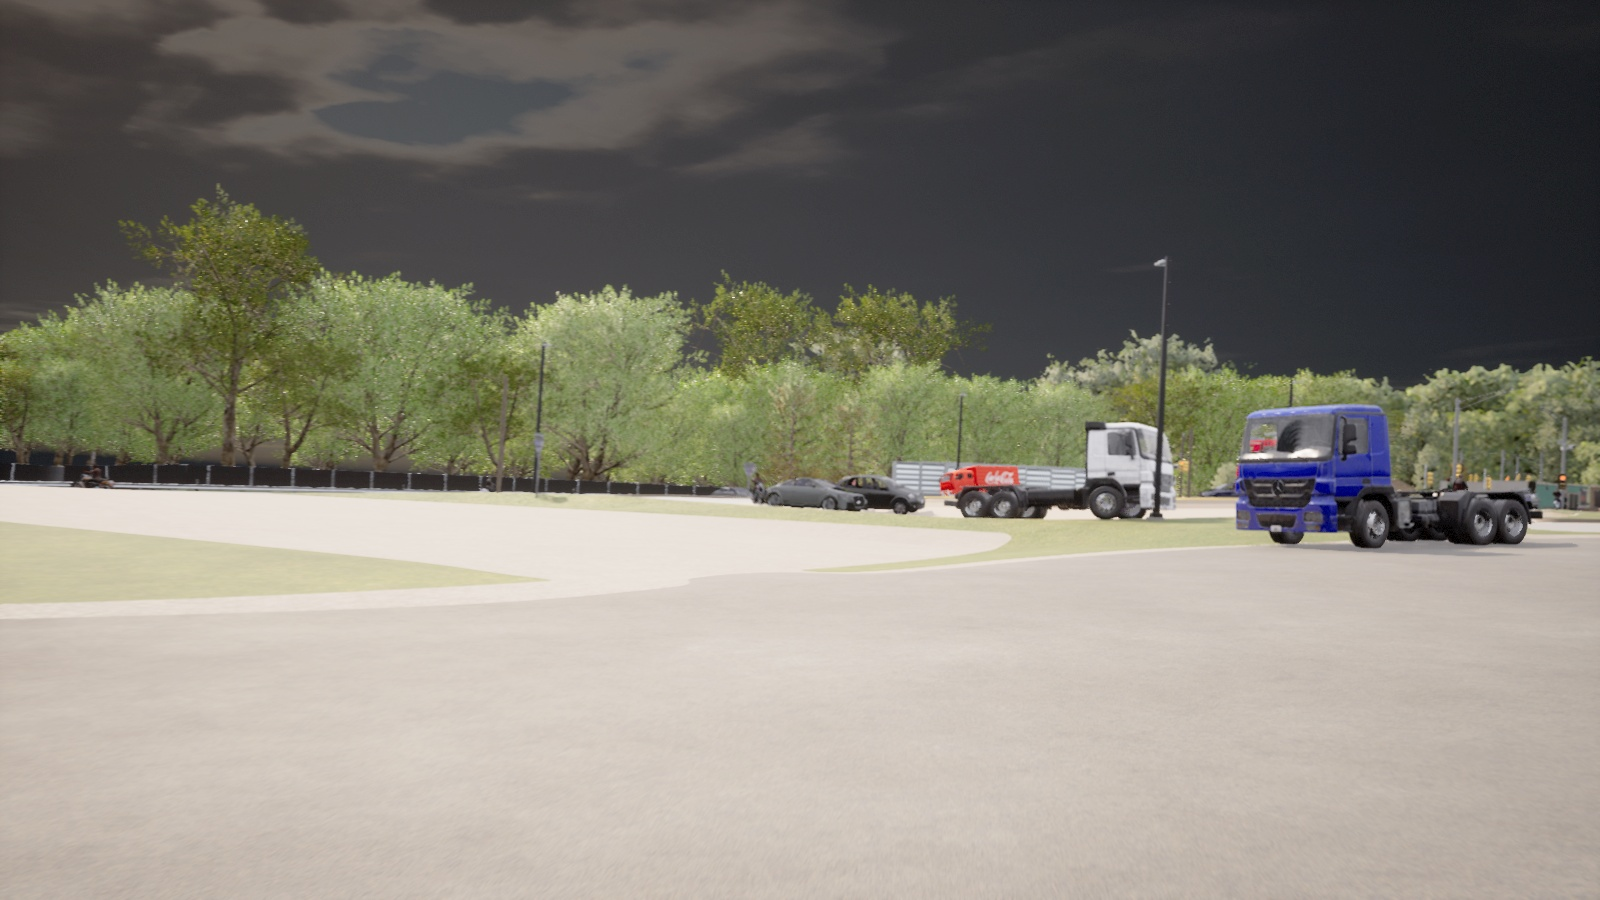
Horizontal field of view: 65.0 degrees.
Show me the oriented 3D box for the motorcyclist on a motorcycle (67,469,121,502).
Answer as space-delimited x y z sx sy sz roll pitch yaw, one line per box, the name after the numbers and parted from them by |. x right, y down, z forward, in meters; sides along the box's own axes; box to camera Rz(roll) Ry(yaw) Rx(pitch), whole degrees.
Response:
-35.636 1.806 63.428 2.350 1.649 0.766 0 -2 6 | motorcyclist on a motorcycle

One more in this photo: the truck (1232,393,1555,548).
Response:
14.812 0.523 31.238 7.936 3.462 2.891 0 -2 -26 | truck

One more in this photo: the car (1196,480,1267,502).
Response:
29.108 2.761 84.780 4.193 1.474 1.816 0 0 0 | car

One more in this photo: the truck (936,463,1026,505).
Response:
11.974 2.288 83.116 5.204 2.467 2.627 1 -8 -26 | truck

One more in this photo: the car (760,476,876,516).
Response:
0.715 1.829 50.339 4.181 1.385 1.994 1 -3 34 | car

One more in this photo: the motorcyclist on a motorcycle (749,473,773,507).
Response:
-1.926 1.943 62.018 0.766 1.649 2.350 0 -1 -13 | motorcyclist on a motorcycle

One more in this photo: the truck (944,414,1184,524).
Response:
9.476 0.827 45.629 7.936 3.462 2.891 -4 -6 35 | truck

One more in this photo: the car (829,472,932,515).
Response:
3.419 1.832 53.443 3.988 1.617 1.851 0 3 23 | car
